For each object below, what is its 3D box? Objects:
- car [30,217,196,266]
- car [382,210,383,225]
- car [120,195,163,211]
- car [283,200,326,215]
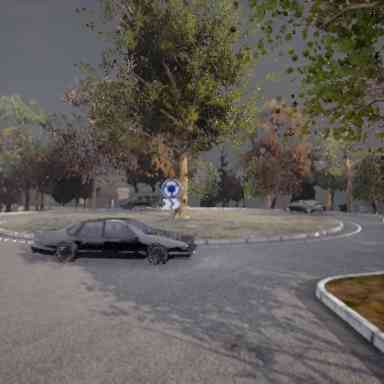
[{"bbox_3d":[-2.581,1.585,11.258,5.357,1.411,2.033,0,0,7],"label":"car"},{"bbox_3d":[13.449,1.573,21.232,1.837,1.490,4.892,0,-1,24],"label":"car"},{"bbox_3d":[-6.400,1.363,42.672,5.566,2.045,2.150,0,-1,-13],"label":"car"},{"bbox_3d":[12.043,1.612,35.965,2.128,1.511,4.902,0,0,-31],"label":"car"}]
